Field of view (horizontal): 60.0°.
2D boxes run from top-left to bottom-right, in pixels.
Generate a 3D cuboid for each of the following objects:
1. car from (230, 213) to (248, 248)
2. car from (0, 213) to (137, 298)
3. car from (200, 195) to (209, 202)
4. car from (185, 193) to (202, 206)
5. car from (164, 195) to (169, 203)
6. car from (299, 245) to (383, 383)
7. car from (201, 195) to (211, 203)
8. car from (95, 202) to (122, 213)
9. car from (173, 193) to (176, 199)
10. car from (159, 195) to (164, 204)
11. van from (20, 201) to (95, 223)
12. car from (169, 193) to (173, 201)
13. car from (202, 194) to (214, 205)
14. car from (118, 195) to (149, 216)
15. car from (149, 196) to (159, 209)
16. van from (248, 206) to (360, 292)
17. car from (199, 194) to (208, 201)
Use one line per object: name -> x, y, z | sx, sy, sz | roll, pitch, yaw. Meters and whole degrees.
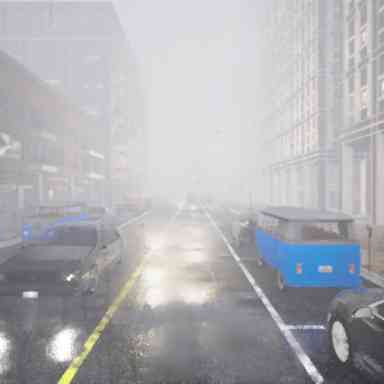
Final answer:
car -> 2.692, 1.514, 14.212 | 1.947, 1.339, 4.313 | 0, 0, 0
car -> -2.999, 1.515, 8.843 | 2.033, 1.411, 5.357 | 0, 0, 0
car -> 2.694, 1.355, 70.698 | 1.802, 1.307, 4.206 | 0, 0, 0
car -> 0.003, 1.318, 51.457 | 2.128, 1.511, 4.902 | 0, 0, 0
car -> -5.686, 1.329, 59.230 | 1.752, 1.417, 4.829 | 0, 0, 0
car -> 2.691, 1.540, 2.914 | 2.008, 1.369, 4.403 | 0, 0, 0
car -> 2.694, 1.354, 65.048 | 1.947, 1.339, 4.313 | 0, 0, 0
car -> -5.688, 1.510, 19.861 | 1.802, 1.307, 4.206 | 0, 0, 0
car -> -5.685, 1.281, 93.292 | 1.947, 1.339, 4.313 | 0, 0, 0
car -> -5.686, 1.387, 48.103 | 2.008, 1.369, 4.403 | 0, 0, 0
van -> -5.688, 1.289, 14.211 | 1.690, 1.788, 3.998 | 0, 0, 0
car -> -5.686, 1.317, 70.698 | 1.887, 1.381, 4.507 | 0, 0, 0
car -> 2.693, 1.401, 53.751 | 1.802, 1.307, 4.206 | 0, 0, 0
car -> -5.688, 1.205, 31.157 | 2.192, 1.841, 5.009 | 0, 0, 0
car -> -5.687, 1.419, 42.455 | 1.947, 1.339, 4.313 | 0, 0, 0
van -> 2.692, 1.309, 8.562 | 1.690, 1.788, 3.998 | 0, 0, 0
car -> 2.695, 1.198, 76.345 | 1.967, 1.590, 4.097 | 0, 0, 0
